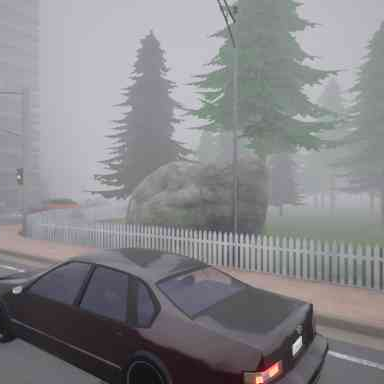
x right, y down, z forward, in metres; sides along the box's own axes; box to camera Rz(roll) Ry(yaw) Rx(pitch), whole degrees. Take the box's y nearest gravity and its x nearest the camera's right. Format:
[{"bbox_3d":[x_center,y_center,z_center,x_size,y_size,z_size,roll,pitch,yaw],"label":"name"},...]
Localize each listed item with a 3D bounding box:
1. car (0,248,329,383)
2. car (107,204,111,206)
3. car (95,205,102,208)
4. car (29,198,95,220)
[{"bbox_3d":[-1.015,1.547,4.712,5.357,1.411,2.033,0,0,35],"label":"car"},{"bbox_3d":[-14.325,1.297,54.186,2.097,1.767,4.553,0,0,-12],"label":"car"},{"bbox_3d":[-13.573,1.545,44.400,1.895,1.301,4.718,0,0,3],"label":"car"},{"bbox_3d":[-10.638,1.296,27.386,2.097,1.767,4.553,0,0,26],"label":"car"}]
